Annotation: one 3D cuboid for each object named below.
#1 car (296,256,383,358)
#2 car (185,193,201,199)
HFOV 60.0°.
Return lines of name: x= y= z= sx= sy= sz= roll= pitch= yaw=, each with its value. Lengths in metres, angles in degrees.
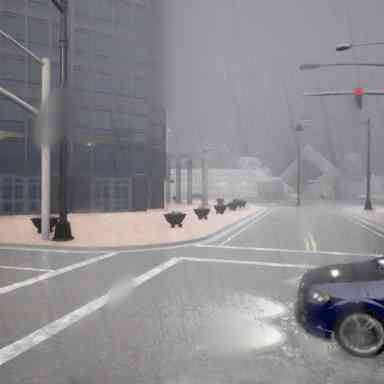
car: x=3.754 y=1.560 z=5.024 sx=4.181 sy=1.385 sz=1.994 roll=0 pitch=0 yaw=17
car: x=0.275 y=0.982 z=93.397 sx=4.553 sy=1.767 sz=2.097 roll=0 pitch=0 yaw=8
